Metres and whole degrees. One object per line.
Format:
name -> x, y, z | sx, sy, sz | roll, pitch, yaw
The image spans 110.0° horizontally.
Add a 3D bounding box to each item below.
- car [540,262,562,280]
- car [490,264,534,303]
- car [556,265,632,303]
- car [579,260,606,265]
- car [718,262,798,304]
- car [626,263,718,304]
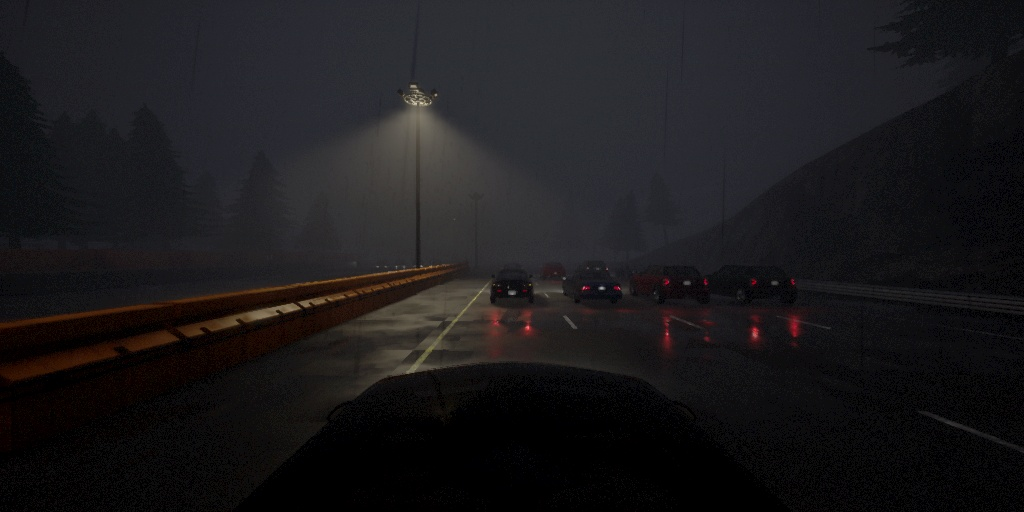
car -> 3.525, 1.235, 31.489 | 1.882, 1.535, 5.008 | 0, 0, 0
car -> 0.006, 1.283, 16.493 | 1.812, 1.442, 4.674 | 0, 0, 0
car -> 3.506, 1.314, 16.489 | 2.033, 1.411, 5.357 | 0, 0, 0
car -> 7.025, 1.116, 31.455 | 2.097, 1.767, 4.553 | 0, 0, 0
car -> 10.506, 1.116, 16.450 | 2.097, 1.767, 4.553 | 0, 0, 0
car -> 7.006, 1.116, 16.455 | 2.097, 1.767, 4.553 | 0, 0, 0
